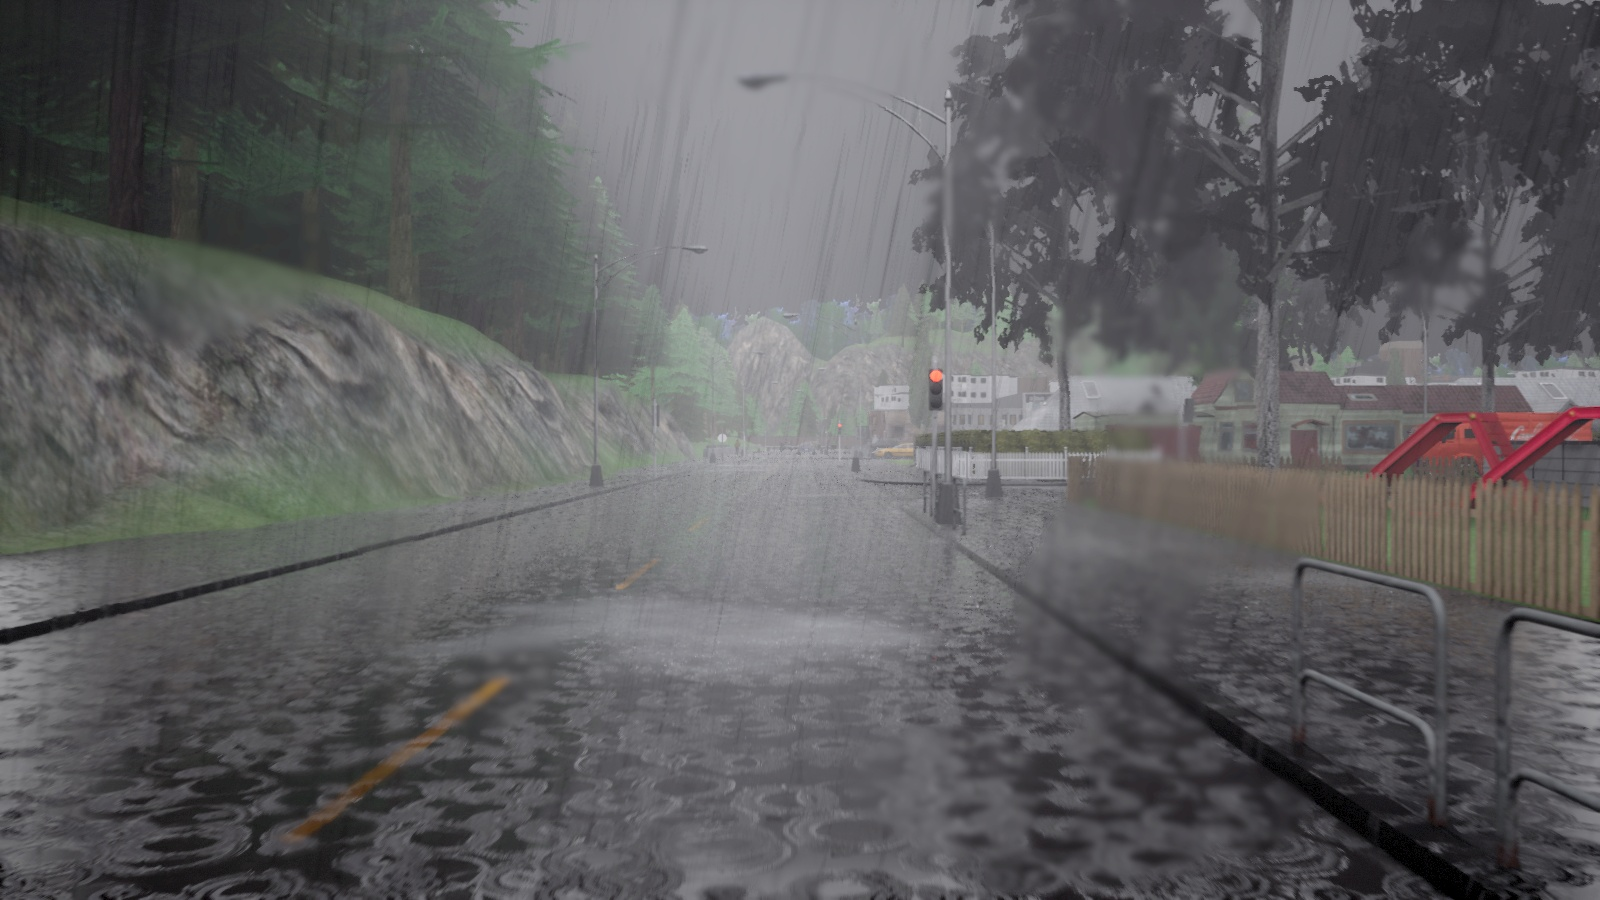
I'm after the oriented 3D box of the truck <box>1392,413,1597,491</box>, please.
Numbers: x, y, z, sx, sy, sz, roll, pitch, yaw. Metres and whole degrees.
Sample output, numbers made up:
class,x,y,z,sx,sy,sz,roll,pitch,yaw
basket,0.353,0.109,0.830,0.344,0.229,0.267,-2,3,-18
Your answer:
class,x,y,z,sx,sy,sz,roll,pitch,yaw
truck,22.501,0.048,40.865,5.204,2.467,2.627,0,0,0
